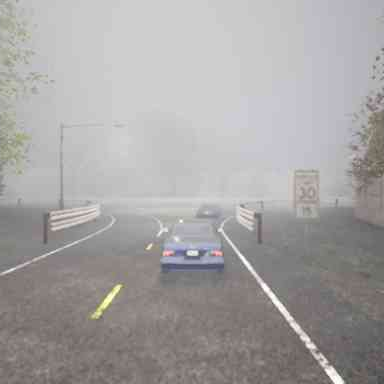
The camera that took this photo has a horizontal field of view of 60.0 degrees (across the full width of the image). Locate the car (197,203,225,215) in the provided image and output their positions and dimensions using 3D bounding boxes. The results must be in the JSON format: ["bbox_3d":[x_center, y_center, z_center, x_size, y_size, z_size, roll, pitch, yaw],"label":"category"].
[{"bbox_3d":[1.700,1.640,29.028,1.994,1.385,4.181,0,0,14],"label":"car"}]

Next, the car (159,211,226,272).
[{"bbox_3d":[0.031,1.576,10.795,2.033,1.411,5.357,0,0,0],"label":"car"}]
